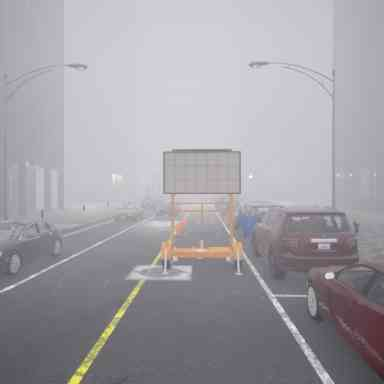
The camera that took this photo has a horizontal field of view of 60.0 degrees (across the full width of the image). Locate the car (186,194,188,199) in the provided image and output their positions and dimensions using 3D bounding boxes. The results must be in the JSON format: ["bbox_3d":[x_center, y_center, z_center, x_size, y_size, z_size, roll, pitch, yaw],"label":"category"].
[{"bbox_3d":[-3.054,1.342,87.030,2.192,1.841,5.009,0,0,2],"label":"car"}]

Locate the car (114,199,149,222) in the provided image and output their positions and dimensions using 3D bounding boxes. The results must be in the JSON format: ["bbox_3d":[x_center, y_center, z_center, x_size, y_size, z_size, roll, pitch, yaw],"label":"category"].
[{"bbox_3d":[-4.955,1.524,26.583,1.752,1.417,4.829,0,0,2],"label":"car"}]

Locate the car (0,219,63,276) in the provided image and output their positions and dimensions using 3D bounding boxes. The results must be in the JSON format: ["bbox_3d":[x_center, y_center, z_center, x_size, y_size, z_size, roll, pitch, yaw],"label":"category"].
[{"bbox_3d":[-5.472,1.550,10.186,2.008,1.369,4.403,0,0,2],"label":"car"}]

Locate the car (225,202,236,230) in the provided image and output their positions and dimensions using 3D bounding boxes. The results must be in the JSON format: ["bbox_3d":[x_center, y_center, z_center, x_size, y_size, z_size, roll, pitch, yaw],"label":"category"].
[{"bbox_3d":[3.410,1.550,20.949,2.008,1.369,4.403,0,0,2],"label":"car"}]

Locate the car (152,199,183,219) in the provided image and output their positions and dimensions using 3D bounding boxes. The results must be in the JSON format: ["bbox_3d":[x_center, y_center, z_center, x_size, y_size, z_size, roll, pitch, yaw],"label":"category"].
[{"bbox_3d":[-2.086,1.599,29.675,1.895,1.301,4.718,0,0,2],"label":"car"}]

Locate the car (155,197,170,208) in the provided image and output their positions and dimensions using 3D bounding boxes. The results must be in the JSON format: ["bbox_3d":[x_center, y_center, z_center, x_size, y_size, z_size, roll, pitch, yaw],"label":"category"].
[{"bbox_3d":[-4.258,1.525,48.671,1.752,1.417,4.829,0,0,2],"label":"car"}]

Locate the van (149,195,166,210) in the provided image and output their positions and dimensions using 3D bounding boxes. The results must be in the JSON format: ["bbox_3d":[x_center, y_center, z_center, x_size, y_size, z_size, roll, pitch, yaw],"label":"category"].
[{"bbox_3d":[-4.427,1.340,43.319,1.690,1.788,3.998,0,0,2],"label":"van"}]

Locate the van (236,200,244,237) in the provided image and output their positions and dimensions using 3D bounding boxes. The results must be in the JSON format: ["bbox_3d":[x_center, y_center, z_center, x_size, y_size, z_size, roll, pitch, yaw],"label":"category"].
[{"bbox_3d":[3.237,1.340,15.425,1.690,1.788,3.998,0,0,2],"label":"van"}]

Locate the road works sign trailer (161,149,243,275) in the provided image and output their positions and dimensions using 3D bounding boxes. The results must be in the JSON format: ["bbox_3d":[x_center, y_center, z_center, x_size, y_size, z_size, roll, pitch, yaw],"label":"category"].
[{"bbox_3d":[0.311,0.463,10.457,2.380,3.560,2.880,0,0,2],"label":"road works sign trailer"}]

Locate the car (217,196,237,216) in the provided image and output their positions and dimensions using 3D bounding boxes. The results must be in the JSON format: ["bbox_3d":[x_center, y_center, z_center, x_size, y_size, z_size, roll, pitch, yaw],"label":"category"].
[{"bbox_3d":[3.754,1.439,31.994,1.967,1.590,4.097,0,0,2],"label":"car"}]

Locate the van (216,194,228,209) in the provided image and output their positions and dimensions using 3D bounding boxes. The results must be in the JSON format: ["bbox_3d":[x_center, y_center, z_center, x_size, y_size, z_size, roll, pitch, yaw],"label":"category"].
[{"bbox_3d":[3.926,1.340,37.516,1.690,1.788,3.998,0,0,2],"label":"van"}]

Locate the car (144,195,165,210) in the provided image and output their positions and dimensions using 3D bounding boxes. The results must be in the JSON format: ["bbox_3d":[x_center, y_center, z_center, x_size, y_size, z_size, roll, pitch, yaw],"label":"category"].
[{"bbox_3d":[-4.602,1.313,37.797,2.192,1.841,5.009,0,0,2],"label":"car"}]

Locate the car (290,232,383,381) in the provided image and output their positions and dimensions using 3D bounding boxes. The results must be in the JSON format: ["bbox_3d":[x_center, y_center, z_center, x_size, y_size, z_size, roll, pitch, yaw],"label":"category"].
[{"bbox_3d":[2.893,1.544,4.380,1.887,1.381,4.507,0,0,2],"label":"car"}]

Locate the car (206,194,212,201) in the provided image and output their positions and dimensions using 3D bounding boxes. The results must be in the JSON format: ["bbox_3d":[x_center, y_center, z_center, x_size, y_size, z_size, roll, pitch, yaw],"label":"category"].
[{"bbox_3d":[5.290,1.336,81.112,2.192,1.841,5.009,0,0,2],"label":"car"}]

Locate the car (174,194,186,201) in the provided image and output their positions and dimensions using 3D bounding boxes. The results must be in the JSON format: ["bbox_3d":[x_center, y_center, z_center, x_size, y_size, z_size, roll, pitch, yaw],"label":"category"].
[{"bbox_3d":[-3.231,1.336,81.389,2.192,1.841,5.009,0,0,2],"label":"car"}]

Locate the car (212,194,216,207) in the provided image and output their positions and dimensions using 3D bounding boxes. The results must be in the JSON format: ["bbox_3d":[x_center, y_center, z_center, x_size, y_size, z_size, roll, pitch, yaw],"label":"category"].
[{"bbox_3d":[4.098,1.314,43.039,2.192,1.841,5.009,0,0,2],"label":"car"}]

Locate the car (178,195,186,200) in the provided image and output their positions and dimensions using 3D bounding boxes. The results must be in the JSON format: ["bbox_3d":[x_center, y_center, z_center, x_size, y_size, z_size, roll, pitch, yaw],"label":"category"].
[{"bbox_3d":[-2.876,1.600,92.670,1.947,1.339,4.313,0,0,2],"label":"car"}]

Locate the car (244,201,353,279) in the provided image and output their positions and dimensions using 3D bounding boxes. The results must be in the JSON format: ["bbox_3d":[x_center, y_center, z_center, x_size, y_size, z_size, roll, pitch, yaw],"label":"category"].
[{"bbox_3d":[3.065,1.314,9.903,2.192,1.841,5.009,0,0,2],"label":"car"}]
